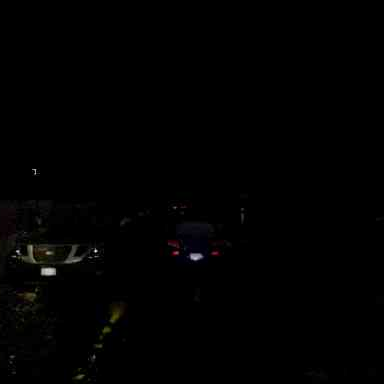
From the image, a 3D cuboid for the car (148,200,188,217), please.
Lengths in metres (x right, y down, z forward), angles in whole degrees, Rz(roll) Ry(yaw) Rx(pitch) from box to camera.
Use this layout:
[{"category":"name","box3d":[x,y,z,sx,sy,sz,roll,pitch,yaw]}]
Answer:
[{"category":"car","box3d":[-2.348,1.466,28.617,2.128,1.511,4.902,1,-1,-40]}]

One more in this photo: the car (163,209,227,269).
[{"category":"car","box3d":[0.088,1.516,11.047,1.812,1.442,4.674,0,0,0]}]

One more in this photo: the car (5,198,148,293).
[{"category":"car","box3d":[-2.771,1.217,9.239,2.150,2.045,5.566,0,0,0]}]
